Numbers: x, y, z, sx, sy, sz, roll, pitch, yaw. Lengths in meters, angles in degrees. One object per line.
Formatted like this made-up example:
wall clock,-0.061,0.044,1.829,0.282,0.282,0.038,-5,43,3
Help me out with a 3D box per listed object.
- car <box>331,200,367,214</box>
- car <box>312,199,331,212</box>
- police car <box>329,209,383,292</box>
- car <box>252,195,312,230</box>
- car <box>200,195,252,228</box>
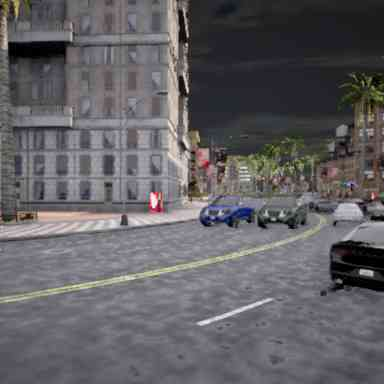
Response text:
car,11.004,1.535,23.559,1.812,1.442,4.674,0,-1,23
car,14.855,1.503,38.724,2.128,1.511,4.902,0,0,7
police car,5.273,1.428,8.582,1.930,1.638,5.238,0,0,43
car,5.987,1.230,21.503,2.150,2.045,5.566,0,0,29
car,2.600,1.229,22.584,2.150,2.045,5.566,0,0,29
